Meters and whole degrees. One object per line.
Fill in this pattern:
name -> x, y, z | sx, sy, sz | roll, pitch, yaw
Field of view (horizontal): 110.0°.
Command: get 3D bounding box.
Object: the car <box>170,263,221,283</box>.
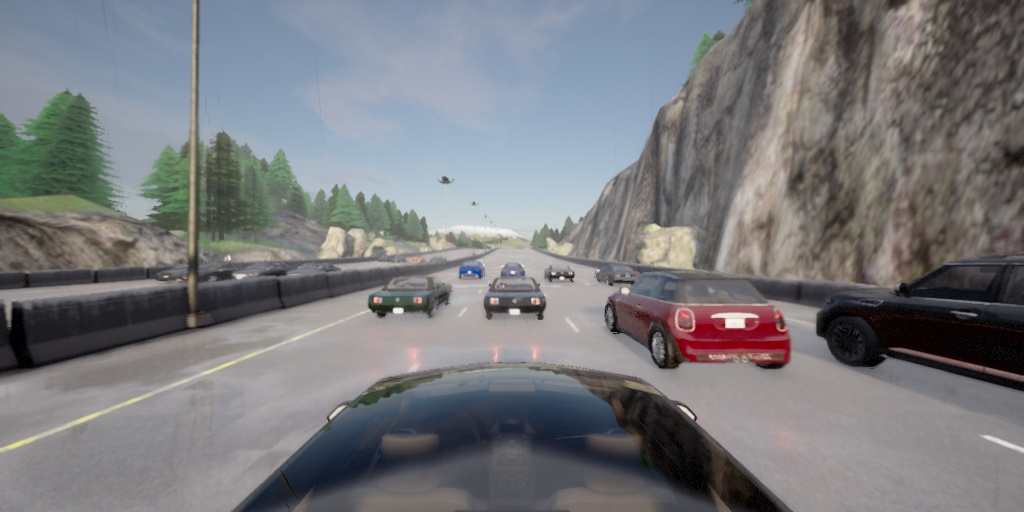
car -> -21.106, 1.213, 25.683 | 1.837, 1.490, 4.892 | 0, 0, 0

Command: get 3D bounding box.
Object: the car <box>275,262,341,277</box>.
car -> -14.107, 1.197, 25.690 | 2.128, 1.511, 4.902 | 0, 0, 0

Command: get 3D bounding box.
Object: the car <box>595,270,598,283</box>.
car -> 7.087, 1.252, 24.467 | 2.033, 1.411, 5.357 | 0, 0, 0

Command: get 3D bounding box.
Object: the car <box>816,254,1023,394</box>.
car -> 7.080, 0.977, 4.687 | 2.150, 2.045, 5.566 | 0, 0, 0

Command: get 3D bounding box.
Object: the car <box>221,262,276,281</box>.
car -> -17.607, 1.198, 25.686 | 2.128, 1.511, 4.902 | 0, 0, 0

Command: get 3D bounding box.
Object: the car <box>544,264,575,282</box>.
car -> 3.588, 1.286, 27.874 | 1.895, 1.301, 4.718 | 0, 0, 0

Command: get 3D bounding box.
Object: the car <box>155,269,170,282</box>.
car -> -24.605, 1.262, 27.475 | 1.994, 1.385, 4.181 | 0, 0, 0

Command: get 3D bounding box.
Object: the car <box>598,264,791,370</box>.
car -> 3.584, 1.106, 7.914 | 2.097, 1.767, 4.553 | 0, 0, 0

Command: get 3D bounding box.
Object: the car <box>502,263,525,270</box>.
car -> 0.086, 1.233, 30.060 | 1.994, 1.385, 4.181 | 0, 1, 0

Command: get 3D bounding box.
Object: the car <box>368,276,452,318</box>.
car -> -3.406, 1.355, 12.994 | 1.895, 1.301, 4.718 | 0, 0, 0

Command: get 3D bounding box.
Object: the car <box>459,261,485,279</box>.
car -> -3.413, 1.138, 31.235 | 1.882, 1.535, 5.008 | 0, 1, 0

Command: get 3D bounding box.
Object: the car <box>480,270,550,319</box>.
car -> 0.094, 1.355, 12.747 | 1.895, 1.301, 4.718 | 0, 0, 0
